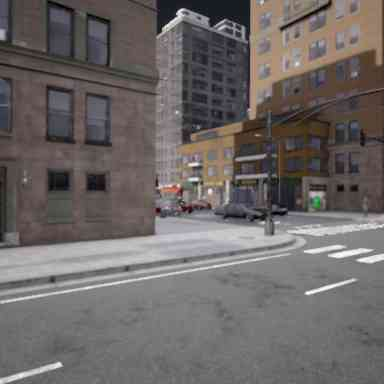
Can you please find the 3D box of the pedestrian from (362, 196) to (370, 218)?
[{"bbox_3d":[14.098,1.193,27.005,0.375,1.860,0.375,0,0,-35],"label":"pedestrian"}]

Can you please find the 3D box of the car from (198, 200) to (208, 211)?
[{"bbox_3d":[0.797,1.616,40.862,1.802,1.307,4.206,0,0,-35],"label":"car"}]

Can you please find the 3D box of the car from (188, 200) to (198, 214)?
[{"bbox_3d":[-1.743,1.609,34.943,1.895,1.301,4.718,0,0,-35],"label":"car"}]

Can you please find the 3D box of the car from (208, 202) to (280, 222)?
[{"bbox_3d":[4.034,1.558,26.731,2.033,1.411,5.357,0,0,-37],"label":"car"}]

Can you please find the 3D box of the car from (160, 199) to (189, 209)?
[{"bbox_3d":[-2.381,1.600,45.363,1.947,1.339,4.313,0,0,-35],"label":"car"}]

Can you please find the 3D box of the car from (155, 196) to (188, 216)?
[{"bbox_3d":[-2.579,1.436,31.731,1.967,1.590,4.097,0,0,-35],"label":"car"}]

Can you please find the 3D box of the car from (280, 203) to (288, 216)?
[{"bbox_3d":[7.155,1.602,31.857,1.947,1.339,4.313,0,0,-35],"label":"car"}]
